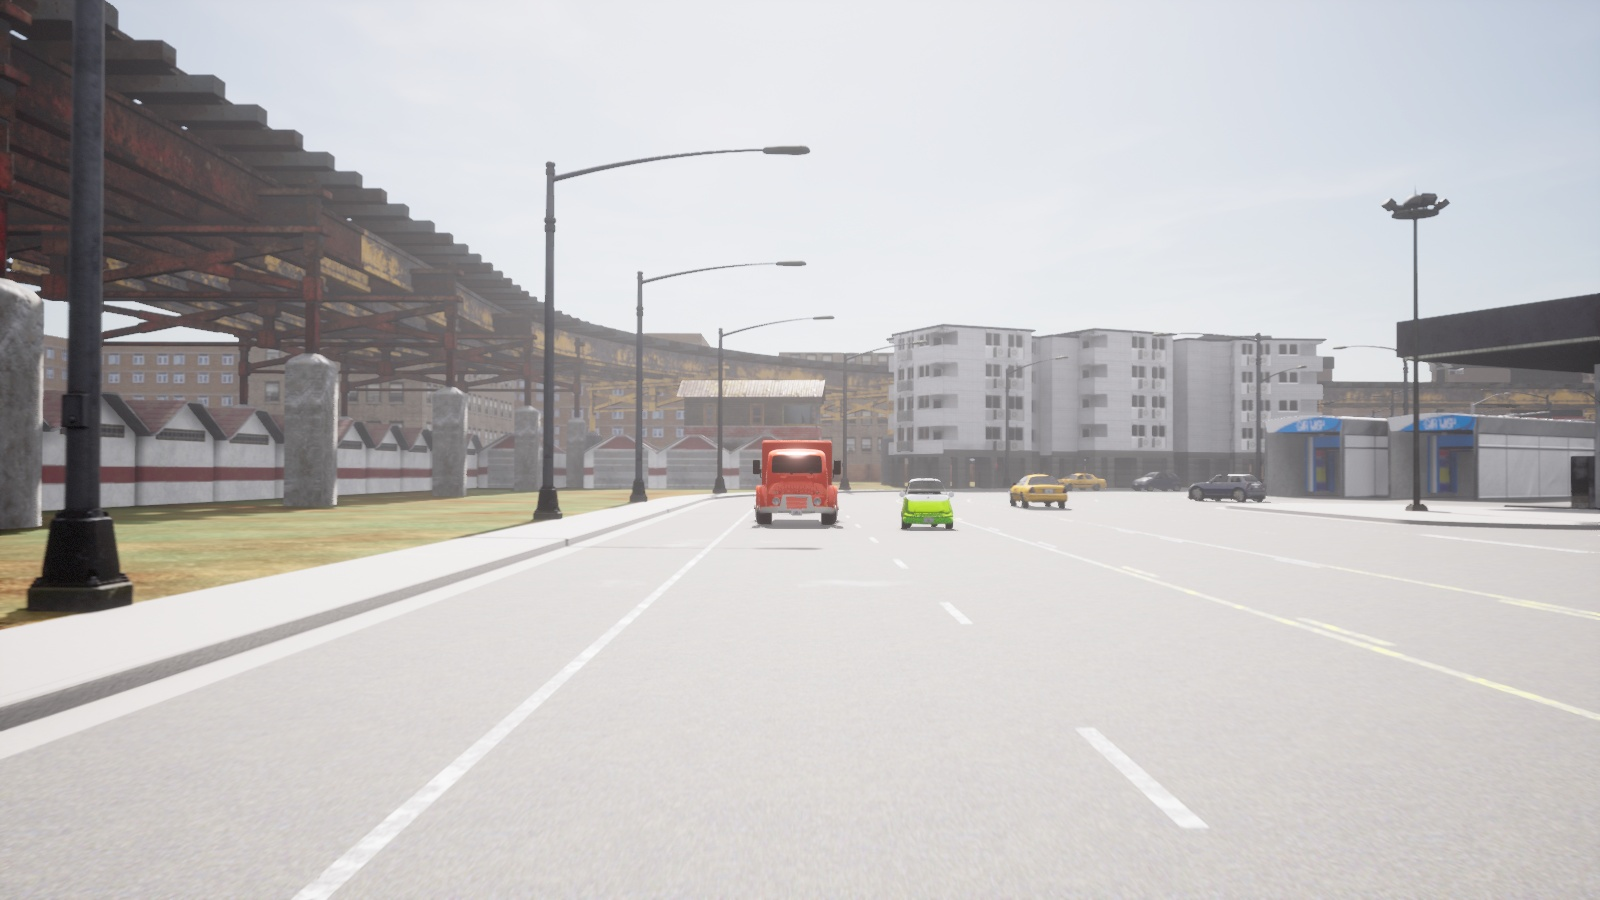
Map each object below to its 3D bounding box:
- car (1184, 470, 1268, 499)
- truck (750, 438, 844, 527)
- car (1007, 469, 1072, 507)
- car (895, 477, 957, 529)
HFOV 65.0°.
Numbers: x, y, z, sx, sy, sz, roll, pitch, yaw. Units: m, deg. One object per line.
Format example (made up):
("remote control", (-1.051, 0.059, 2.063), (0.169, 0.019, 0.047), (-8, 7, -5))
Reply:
("car", (22.678, 1.810, 66.933), (1.970, 1.475, 3.806), (0, -1, -37))
("truck", (-0.092, 0.960, 37.727), (2.627, 2.467, 5.204), (0, -1, 0))
("car", (10.371, 1.629, 54.745), (1.801, 1.575, 5.366), (0, -1, 0))
("car", (3.419, 1.431, 34.358), (1.481, 1.376, 2.207), (0, -1, 0))
